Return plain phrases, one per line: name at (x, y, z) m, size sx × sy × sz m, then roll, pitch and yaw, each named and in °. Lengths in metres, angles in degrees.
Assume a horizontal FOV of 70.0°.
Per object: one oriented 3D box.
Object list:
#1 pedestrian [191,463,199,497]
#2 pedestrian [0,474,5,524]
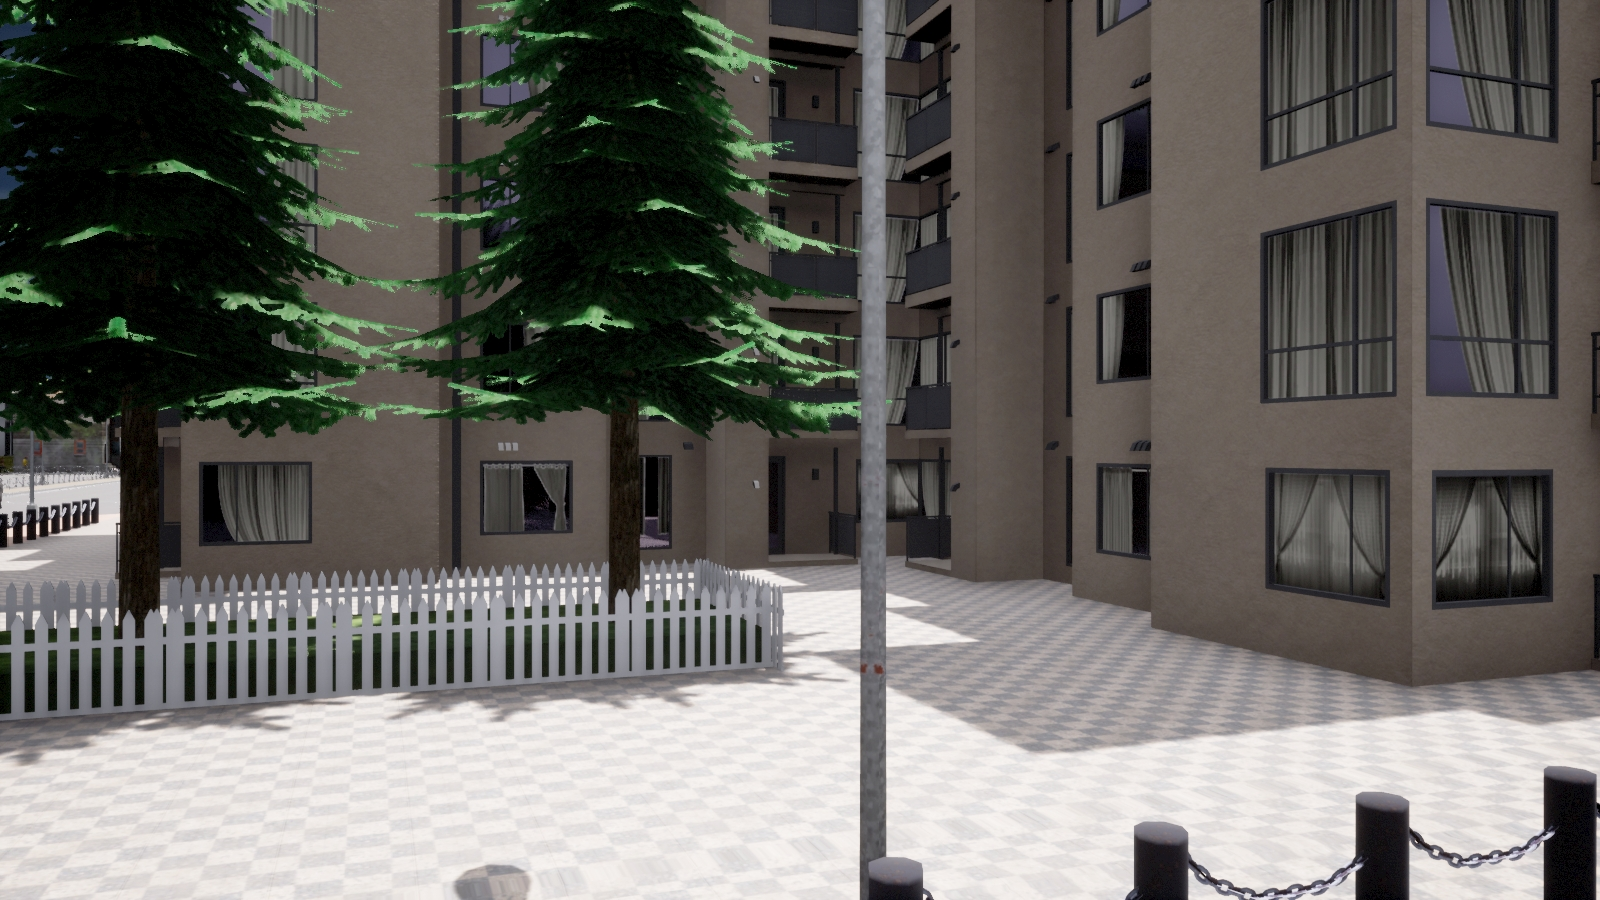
pedestrian at (-33.601, 1.671, 63.420) m, size 0.375 × 1.860 × 0.375 m, roll 0°, pitch 0°, yaw -25°
pedestrian at (-29.840, 1.821, 42.491) m, size 0.375 × 1.860 × 0.375 m, roll 0°, pitch 0°, yaw -17°
